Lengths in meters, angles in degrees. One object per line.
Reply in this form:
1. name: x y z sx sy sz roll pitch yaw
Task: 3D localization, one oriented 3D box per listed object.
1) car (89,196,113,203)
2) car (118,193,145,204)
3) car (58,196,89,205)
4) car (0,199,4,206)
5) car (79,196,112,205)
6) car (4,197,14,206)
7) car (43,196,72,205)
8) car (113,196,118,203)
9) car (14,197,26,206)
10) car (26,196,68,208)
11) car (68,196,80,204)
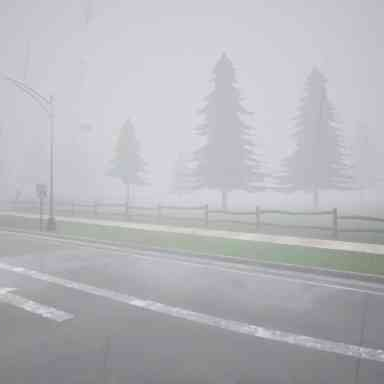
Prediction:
1. car: -18.880 1.595 69.358 1.895 1.301 4.718 0 0 35
2. car: -10.970 1.353 62.471 2.097 1.767 4.553 0 0 35
3. car: -21.263 1.491 60.010 2.128 1.511 4.902 0 0 35
4. car: -29.691 1.564 54.141 1.994 1.385 4.181 0 0 34
5. car: -15.990 1.564 55.375 1.994 1.385 4.181 0 0 35
6. car: -26.501 1.526 52.590 1.812 1.442 4.674 0 0 35
7. car: -24.662 1.526 61.224 1.812 1.442 4.674 0 0 35
8. car: -12.475 1.221 66.359 2.150 2.045 5.566 0 0 35
9. car: -23.753 1.601 50.415 1.895 1.301 4.718 0 0 35
10. car: -20.963 1.352 48.305 2.097 1.767 4.553 0 0 35
11. car: -18.621 1.526 57.694 1.812 1.442 4.674 0 0 35
